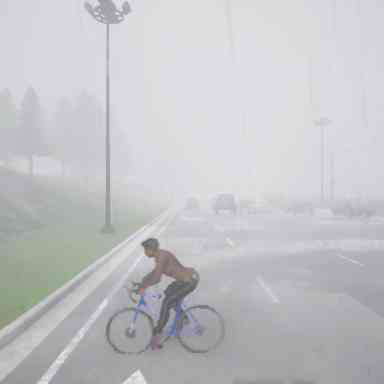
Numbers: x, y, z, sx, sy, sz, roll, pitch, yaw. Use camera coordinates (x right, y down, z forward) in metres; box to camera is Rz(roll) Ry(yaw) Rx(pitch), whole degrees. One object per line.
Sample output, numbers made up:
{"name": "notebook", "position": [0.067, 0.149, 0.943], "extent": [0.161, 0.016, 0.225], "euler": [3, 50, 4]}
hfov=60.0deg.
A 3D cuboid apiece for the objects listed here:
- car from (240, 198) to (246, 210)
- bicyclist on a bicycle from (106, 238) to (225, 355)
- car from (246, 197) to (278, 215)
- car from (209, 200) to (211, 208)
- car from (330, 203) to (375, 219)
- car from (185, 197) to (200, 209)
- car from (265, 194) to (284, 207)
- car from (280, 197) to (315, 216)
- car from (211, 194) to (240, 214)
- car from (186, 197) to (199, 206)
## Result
{"name": "car", "position": [7.019, 1.478, 43.981], "extent": [1.882, 1.535, 5.008], "euler": [0, 0, 0]}
{"name": "bicyclist on a bicycle", "position": [-0.384, 1.455, 4.590], "extent": [1.656, 1.620, 0.582], "euler": [-2, 0, 0]}
{"name": "car", "position": [7.040, 1.526, 33.992], "extent": [1.812, 1.442, 4.674], "euler": [0, 0, 0]}
{"name": "car", "position": [3.481, 1.526, 46.042], "extent": [1.812, 1.442, 4.674], "euler": [0, 0, 0]}
{"name": "car", "position": [14.054, 1.601, 29.470], "extent": [1.895, 1.301, 4.718], "euler": [0, 0, 0]}
{"name": "car", "position": [0.039, 1.547, 44.253], "extent": [2.033, 1.411, 5.357], "euler": [0, 0, 0]}
{"name": "car", "position": [10.517, 1.221, 43.312], "extent": [2.150, 2.045, 5.566], "euler": [0, 0, 0]}
{"name": "car", "position": [10.546, 1.505, 32.906], "extent": [1.837, 1.490, 4.892], "euler": [0, 0, 0]}
{"name": "car", "position": [3.496, 1.221, 35.642], "extent": [2.150, 2.045, 5.566], "euler": [0, 0, 1]}
{"name": "car", "position": [0.017, 1.547, 54.994], "extent": [2.033, 1.411, 5.357], "euler": [0, 0, -3]}
